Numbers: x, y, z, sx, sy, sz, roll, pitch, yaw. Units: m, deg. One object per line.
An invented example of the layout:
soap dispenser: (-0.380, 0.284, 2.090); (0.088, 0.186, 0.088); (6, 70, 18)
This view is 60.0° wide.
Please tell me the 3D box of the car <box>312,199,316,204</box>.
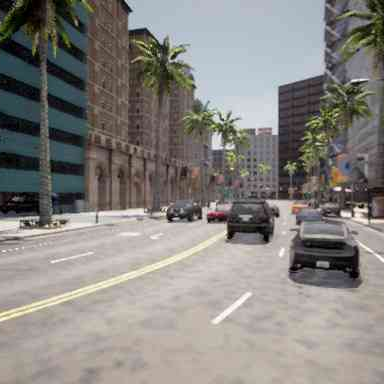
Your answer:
car: (23.625, 2.258, 65.768); (2.185, 1.767, 4.553); (0, -1, 16)

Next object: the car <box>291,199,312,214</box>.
car: (13.729, 1.929, 42.370); (2.097, 1.767, 4.553); (0, -1, 16)

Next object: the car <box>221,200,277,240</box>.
car: (3.406, 1.468, 18.814); (2.150, 2.045, 5.566); (0, -1, 17)

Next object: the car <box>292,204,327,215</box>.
car: (9.282, 1.929, 26.535); (1.994, 1.385, 4.181); (0, -1, 16)

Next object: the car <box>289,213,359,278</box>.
car: (4.286, 1.657, 10.884); (1.837, 1.490, 4.892); (0, -1, 22)

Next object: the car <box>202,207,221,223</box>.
car: (2.610, 1.969, 28.953); (1.895, 1.301, 4.718); (0, -1, 16)

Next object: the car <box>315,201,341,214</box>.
car: (15.558, 2.005, 37.523); (2.231, 1.521, 4.892); (0, -1, 16)

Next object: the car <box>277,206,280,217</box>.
car: (8.875, 2.065, 37.754); (1.994, 1.385, 4.181); (0, -1, 16)

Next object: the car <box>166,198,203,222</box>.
car: (-0.552, 1.599, 30.599); (2.150, 2.045, 5.566); (0, -1, 16)

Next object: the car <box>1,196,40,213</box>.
car: (-20.064, 1.443, 39.881); (2.435, 2.045, 5.566); (0, -1, 16)

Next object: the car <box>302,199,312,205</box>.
car: (29.934, 2.700, 86.768); (2.161, 1.482, 4.786); (0, -1, 16)
